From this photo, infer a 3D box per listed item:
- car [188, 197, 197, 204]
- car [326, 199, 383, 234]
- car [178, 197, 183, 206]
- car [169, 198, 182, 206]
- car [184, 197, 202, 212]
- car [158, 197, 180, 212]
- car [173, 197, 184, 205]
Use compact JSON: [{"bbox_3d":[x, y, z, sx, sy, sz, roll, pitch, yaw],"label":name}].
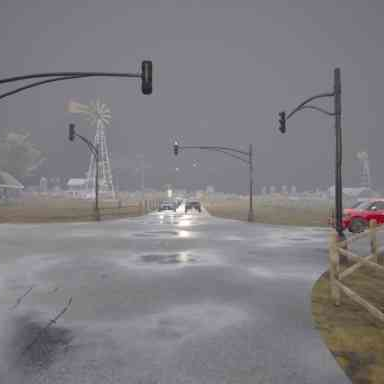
[{"bbox_3d":[0.050,1.795,69.957,1.812,1.442,4.674,0,0,0],"label":"car"},{"bbox_3d":[11.157,1.448,20.207,5.566,2.045,2.150,1,-2,-3],"label":"car"},{"bbox_3d":[-2.879,1.630,48.489,2.128,1.511,4.902,0,0,0],"label":"car"},{"bbox_3d":[-2.864,1.796,58.470,1.895,1.301,4.718,0,0,0],"label":"car"},{"bbox_3d":[0.104,1.607,40.947,1.837,1.490,4.892,0,0,0],"label":"car"},{"bbox_3d":[-2.876,1.661,39.747,1.994,1.385,4.181,0,0,0],"label":"car"},{"bbox_3d":[-2.789,1.811,69.078,2.033,1.411,5.357,0,0,0],"label":"car"}]
